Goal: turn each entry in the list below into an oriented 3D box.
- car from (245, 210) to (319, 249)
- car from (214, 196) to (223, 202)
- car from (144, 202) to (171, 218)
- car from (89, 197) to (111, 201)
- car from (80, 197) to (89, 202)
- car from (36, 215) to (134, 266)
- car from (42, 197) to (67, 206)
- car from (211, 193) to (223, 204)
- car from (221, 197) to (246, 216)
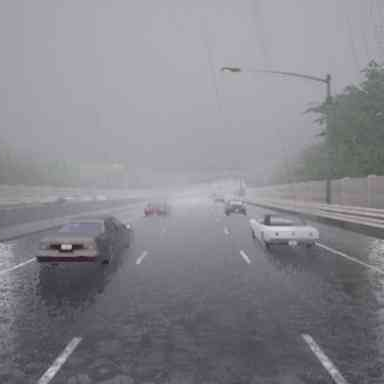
[{"bbox_3d":[3.710,1.562,14.323,1.895,1.301,4.718,0,0,1],"label":"car"},{"bbox_3d":[6.132,1.682,77.436,1.994,1.385,4.181,0,0,4],"label":"car"},{"bbox_3d":[-2.986,1.542,29.749,1.895,1.301,4.718,0,0,1],"label":"car"},{"bbox_3d":[-13.020,1.464,48.718,1.812,1.442,4.674,0,0,3],"label":"car"},{"bbox_3d":[-16.321,1.464,52.920,1.812,1.442,4.674,0,0,3],"label":"car"},{"bbox_3d":[-3.327,1.510,11.405,2.033,1.411,5.357,0,0,1],"label":"car"},{"bbox_3d":[-20.028,1.403,48.731,1.882,1.535,5.008,0,0,3],"label":"car"},{"bbox_3d":[5.452,1.394,66.531,2.097,1.767,4.553,0,0,3],"label":"car"},{"bbox_3d":[4.080,1.476,32.002,1.812,1.442,4.674,0,0,2],"label":"car"}]
